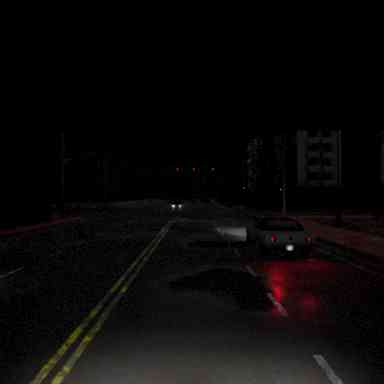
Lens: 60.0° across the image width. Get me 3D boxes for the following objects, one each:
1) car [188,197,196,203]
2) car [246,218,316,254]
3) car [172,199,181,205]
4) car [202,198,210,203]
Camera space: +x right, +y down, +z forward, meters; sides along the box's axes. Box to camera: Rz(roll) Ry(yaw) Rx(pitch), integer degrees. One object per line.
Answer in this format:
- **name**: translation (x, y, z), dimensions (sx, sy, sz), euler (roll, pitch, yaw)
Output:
- **car**: translation (-0.007, 1.976, 83.889), dimensions (2.097, 1.767, 4.553), euler (0, -1, 0)
- **car**: translation (3.500, 1.733, 14.104), dimensions (1.895, 1.301, 4.718), euler (0, 0, 0)
- **car**: translation (-3.506, 2.238, 76.625), dimensions (1.812, 1.442, 4.674), euler (0, -1, 0)
- **car**: translation (3.493, 2.144, 83.931), dimensions (1.812, 1.442, 4.674), euler (0, -1, 0)
